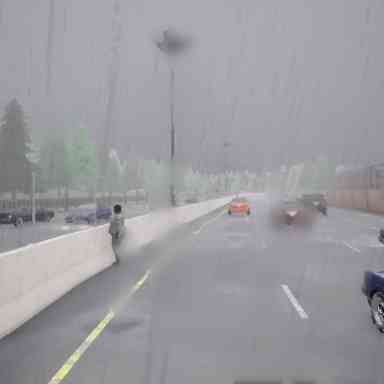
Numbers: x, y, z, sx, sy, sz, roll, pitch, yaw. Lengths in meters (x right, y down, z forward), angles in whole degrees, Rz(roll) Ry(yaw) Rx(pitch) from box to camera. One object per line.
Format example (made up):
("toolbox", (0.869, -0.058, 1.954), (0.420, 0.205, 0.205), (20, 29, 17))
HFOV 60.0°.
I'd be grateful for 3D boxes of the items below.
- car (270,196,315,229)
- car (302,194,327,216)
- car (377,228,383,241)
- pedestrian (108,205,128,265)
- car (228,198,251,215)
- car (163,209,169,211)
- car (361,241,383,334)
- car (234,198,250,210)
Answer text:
("car", (6.281, 1.351, 21.622), (2.097, 1.767, 4.553), (0, 0, 10))
("car", (11.814, 1.222, 32.987), (2.150, 2.045, 5.566), (0, 0, 10))
("car", (8.028, 1.547, 10.856), (2.033, 1.411, 5.357), (0, 0, 8))
("pedestrian", (-2.278, 1.294, 10.257), (0.375, 1.860, 0.375), (0, 0, 7))
("car", (4.911, 1.351, 34.203), (2.097, 1.767, 4.553), (0, 0, 10))
("car", (-2.667, 1.504, 32.638), (1.837, 1.490, 4.892), (0, 0, 10))
("car", (3.823, 1.601, 3.747), (1.895, 1.301, 4.718), (0, 0, 3))
("car", (6.629, 1.563, 44.076), (1.994, 1.385, 4.181), (0, 0, 10))
